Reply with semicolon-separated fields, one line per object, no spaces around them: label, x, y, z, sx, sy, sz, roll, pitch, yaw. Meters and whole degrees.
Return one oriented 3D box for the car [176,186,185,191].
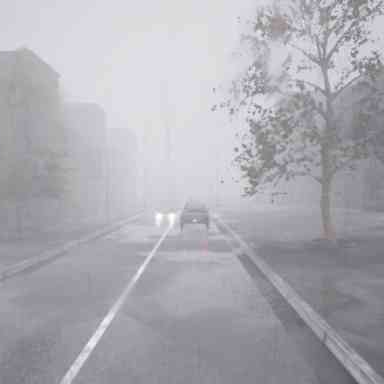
car;-2.664;-0.756;79.795;1.837;1.490;4.892;0;4;3

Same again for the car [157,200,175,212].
car;-2.946;1.586;38.474;1.895;1.301;4.718;0;0;0

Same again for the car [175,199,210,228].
car;0.184;1.488;22.282;2.128;1.511;4.902;0;0;0

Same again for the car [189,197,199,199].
car;0.260;1.435;42.393;2.128;1.511;4.902;0;1;0
